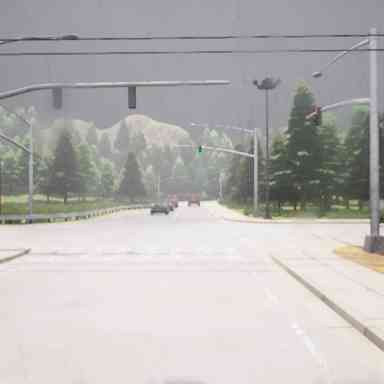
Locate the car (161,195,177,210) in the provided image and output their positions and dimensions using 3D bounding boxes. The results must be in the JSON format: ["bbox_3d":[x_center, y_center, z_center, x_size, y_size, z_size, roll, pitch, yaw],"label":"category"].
[{"bbox_3d":[-3.524,1.644,44.590,2.097,1.767,4.553,0,0,0],"label":"car"}]

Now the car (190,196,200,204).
[{"bbox_3d":[0.750,1.809,75.045,2.097,1.767,4.553,0,0,2],"label":"car"}]

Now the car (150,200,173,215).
[{"bbox_3d":[-3.548,1.850,37.467,1.895,1.301,4.718,0,0,0],"label":"car"}]

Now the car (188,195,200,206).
[{"bbox_3d":[0.413,1.604,62.896,2.150,2.045,5.566,0,0,2],"label":"car"}]

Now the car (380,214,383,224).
[{"bbox_3d":[15.210,1.634,21.914,5.357,1.411,2.033,0,0,1],"label":"car"}]
